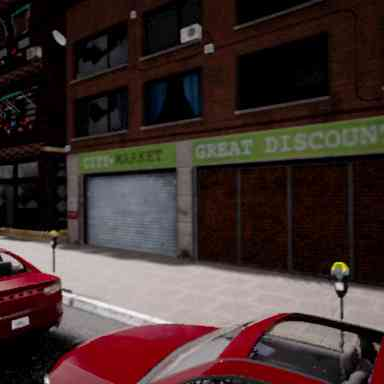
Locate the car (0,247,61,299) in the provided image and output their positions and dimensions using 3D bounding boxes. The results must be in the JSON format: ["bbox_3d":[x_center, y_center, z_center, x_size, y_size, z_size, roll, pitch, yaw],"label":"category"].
[{"bbox_3d":[-4.024,1.552,5.569,4.507,1.381,1.887,0,0,35],"label":"car"}]

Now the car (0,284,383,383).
[{"bbox_3d":[0.624,1.579,2.287,4.206,1.307,1.802,0,0,35],"label":"car"}]
